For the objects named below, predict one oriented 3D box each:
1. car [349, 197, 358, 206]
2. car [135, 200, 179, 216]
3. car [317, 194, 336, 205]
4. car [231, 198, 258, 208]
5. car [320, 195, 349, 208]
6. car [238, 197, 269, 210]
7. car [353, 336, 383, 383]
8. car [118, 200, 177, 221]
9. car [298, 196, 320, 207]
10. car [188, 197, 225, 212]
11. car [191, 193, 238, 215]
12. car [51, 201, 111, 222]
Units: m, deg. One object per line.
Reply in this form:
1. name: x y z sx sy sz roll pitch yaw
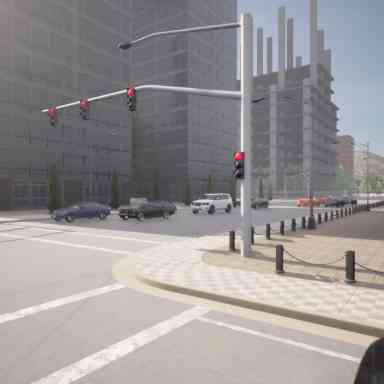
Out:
1. car: 26.104 1.492 55.252 2.033 1.411 5.357 0 0 36
2. car: -3.355 1.508 32.656 1.994 1.385 4.181 0 0 36
3. car: 23.172 1.297 57.174 2.097 1.767 4.553 0 0 36
4. car: 7.630 1.545 47.868 1.895 1.301 4.718 0 0 36
5. car: 20.175 1.436 47.014 2.128 1.511 4.902 0 0 36
6. car: 8.244 1.422 42.747 1.882 1.535 5.008 0 0 36
7. car: 3.072 1.564 1.778 4.181 1.385 1.994 0 0 36
8. car: -3.564 1.545 26.378 1.895 1.301 4.718 0 0 36
9. car: 17.247 1.297 48.937 2.097 1.767 4.553 0 0 36
10. car: 1.785 1.436 39.784 2.128 1.511 4.902 0 0 36
11. car: 2.144 1.166 34.294 2.150 2.045 5.566 0 0 36
12. car: -8.434 1.470 25.619 1.812 1.442 4.674 0 0 38
